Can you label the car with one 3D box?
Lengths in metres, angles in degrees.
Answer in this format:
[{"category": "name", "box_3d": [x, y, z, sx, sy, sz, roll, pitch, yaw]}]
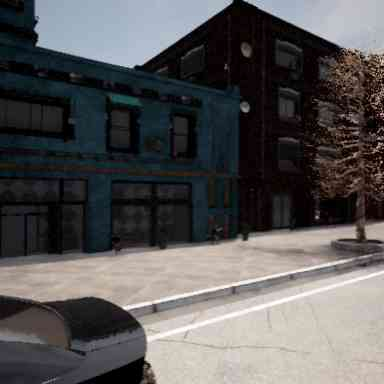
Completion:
[{"category": "car", "box_3d": [-2.613, 1.475, 1.810, 5.008, 1.535, 1.882, 0, 0, -35]}]
